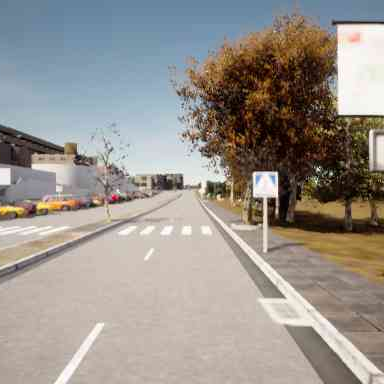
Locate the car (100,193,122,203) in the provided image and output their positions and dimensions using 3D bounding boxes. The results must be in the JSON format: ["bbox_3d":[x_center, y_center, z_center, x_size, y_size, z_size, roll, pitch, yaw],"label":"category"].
[{"bbox_3d":[-16.892,1.325,63.520,5.566,2.045,2.435,-1,1,-20],"label":"car"}]

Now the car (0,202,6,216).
[{"bbox_3d":[-16.882,1.539,24.740,4.674,1.452,2.002,-1,0,-20],"label":"car"}]

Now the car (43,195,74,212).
[{"bbox_3d":[-16.850,1.472,39.665,4.553,1.767,2.185,-1,0,-20],"label":"car"}]

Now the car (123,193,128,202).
[{"bbox_3d":[-16.838,1.280,69.516,5.566,2.045,2.435,-1,0,-20],"label":"car"}]

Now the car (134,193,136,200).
[{"bbox_3d":[-16.847,1.481,81.433,4.674,1.452,2.002,-1,1,-20],"label":"car"}]

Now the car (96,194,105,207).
[{"bbox_3d":[-16.698,1.618,51.666,5.366,1.575,1.946,-1,0,-20],"label":"car"}]

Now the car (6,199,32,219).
[{"bbox_3d":[-16.712,1.511,27.789,5.366,1.575,1.946,-1,-1,-20],"label":"car"}]

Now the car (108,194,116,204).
[{"bbox_3d":[-16.861,1.633,60.551,4.674,1.452,2.002,-1,1,-20],"label":"car"}]

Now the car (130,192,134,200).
[{"bbox_3d":[-16.826,1.338,78.460,4.553,1.767,2.185,-1,1,-20],"label":"car"}]

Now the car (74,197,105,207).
[{"bbox_3d":[-16.841,1.648,54.593,4.792,1.488,2.163,-1,0,-20],"label":"car"}]

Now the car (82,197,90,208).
[{"bbox_3d":[-16.869,1.659,45.624,4.674,1.452,2.002,-1,0,-20],"label":"car"}]

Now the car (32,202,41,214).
[{"bbox_3d":[-16.909,1.568,30.693,4.792,1.488,2.163,-1,0,-20],"label":"car"}]

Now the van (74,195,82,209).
[{"bbox_3d":[-16.771,1.386,42.693,4.442,1.987,1.878,-1,-1,-20],"label":"van"}]

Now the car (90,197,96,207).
[{"bbox_3d":[-16.898,1.656,48.597,4.792,1.488,2.163,-1,0,-20],"label":"car"}]

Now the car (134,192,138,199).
[{"bbox_3d":[-16.824,1.447,84.452,4.792,1.488,2.163,-1,0,-20],"label":"car"}]

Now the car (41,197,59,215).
[{"bbox_3d":[-16.708,1.555,33.755,5.366,1.575,1.946,-1,-1,-20],"label":"car"}]
